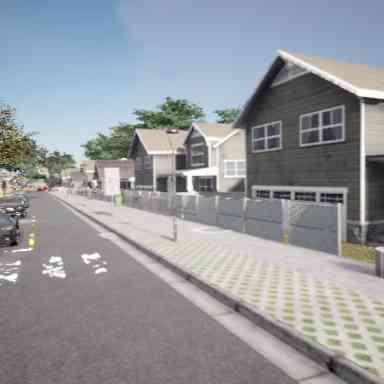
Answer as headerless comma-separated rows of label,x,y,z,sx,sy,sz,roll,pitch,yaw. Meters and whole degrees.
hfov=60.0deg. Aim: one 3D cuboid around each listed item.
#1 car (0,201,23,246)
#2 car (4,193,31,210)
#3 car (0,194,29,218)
car,-7.964,1.314,13.112,1.994,1.385,4.181,-2,2,-26
car,-17.701,0.882,33.941,2.033,1.411,5.357,-2,2,-25
car,-12.893,1.043,23.653,1.837,1.490,4.892,-2,2,-25
